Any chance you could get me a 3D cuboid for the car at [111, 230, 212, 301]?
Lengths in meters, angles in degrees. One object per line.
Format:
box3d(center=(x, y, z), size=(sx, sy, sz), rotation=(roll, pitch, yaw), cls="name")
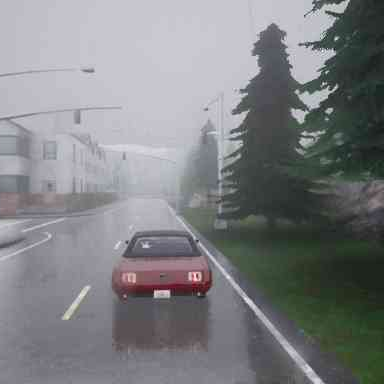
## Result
box3d(center=(-0.741, 1.600, 8.359), size=(1.895, 1.301, 4.718), rotation=(0, 0, -5), cls="car")
